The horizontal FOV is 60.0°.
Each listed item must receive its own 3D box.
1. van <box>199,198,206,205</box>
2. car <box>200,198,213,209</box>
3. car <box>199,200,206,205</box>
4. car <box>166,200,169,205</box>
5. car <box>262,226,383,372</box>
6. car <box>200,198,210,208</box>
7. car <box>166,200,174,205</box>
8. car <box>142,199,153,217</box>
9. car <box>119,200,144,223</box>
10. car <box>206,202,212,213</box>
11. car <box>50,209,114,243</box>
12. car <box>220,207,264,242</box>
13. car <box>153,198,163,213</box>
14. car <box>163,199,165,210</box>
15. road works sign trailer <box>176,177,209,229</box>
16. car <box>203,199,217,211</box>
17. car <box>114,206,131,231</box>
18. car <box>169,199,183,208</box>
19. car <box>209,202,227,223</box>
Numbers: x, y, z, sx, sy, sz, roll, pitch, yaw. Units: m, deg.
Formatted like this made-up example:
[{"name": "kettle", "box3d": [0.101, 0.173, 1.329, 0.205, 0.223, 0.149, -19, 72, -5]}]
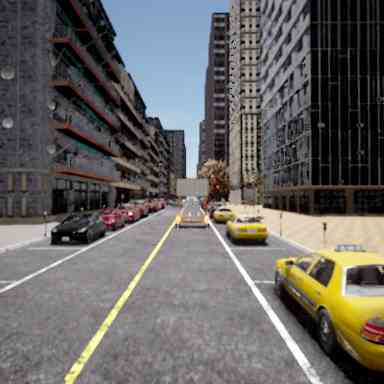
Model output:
[{"name": "van", "box3d": [2.767, 2.462, 85.074, 1.690, 1.788, 3.998, 0, -1, 0]}, {"name": "car", "box3d": [2.748, 2.097, 62.422, 2.192, 1.841, 5.009, 0, -1, 0]}, {"name": "car", "box3d": [2.771, 2.791, 90.734, 1.802, 1.307, 4.206, 0, -1, 0]}, {"name": "car", "box3d": [-5.636, 2.018, 56.768, 2.192, 1.841, 5.009, 0, -1, 0]}, {"name": "car", "box3d": [2.702, 1.591, 5.964, 1.752, 1.417, 4.829, 0, -1, 0]}, {"name": "car", "box3d": [2.739, 1.940, 51.098, 2.192, 1.841, 5.009, 0, -1, 0]}, {"name": "car", "box3d": [-5.614, 2.687, 85.077, 1.947, 1.339, 4.313, 0, -1, 0]}, {"name": "car", "box3d": [-5.654, 1.719, 34.117, 2.192, 1.841, 5.009, 0, -1, 0]}, {"name": "car", "box3d": [-5.660, 1.772, 28.451, 1.967, 1.590, 4.097, 0, -1, 0]}, {"name": "car", "box3d": [2.724, 1.969, 34.106, 1.947, 1.339, 4.313, 0, -1, 0]}, {"name": "car", "box3d": [-5.670, 1.759, 17.125, 1.947, 1.339, 4.313, 0, -1, 0]}, {"name": "car", "box3d": [2.710, 1.720, 17.289, 1.752, 1.417, 4.829, 0, -1, 0]}, {"name": "car", "box3d": [-5.645, 1.865, 45.441, 2.192, 1.841, 5.009, 0, -1, 0]}, {"name": "car", "box3d": [-5.642, 2.148, 50.933, 1.752, 1.417, 4.829, 0, -1, 0]}, {"name": "road works sign trailer", "box3d": [0.027, 0.741, 23.992, 2.380, 3.560, 2.880, 0, -1, 0]}, {"name": "car", "box3d": [2.729, 1.916, 39.770, 1.967, 1.590, 4.097, 0, -1, 0]}, {"name": "car", "box3d": [-5.666, 1.844, 22.787, 1.802, 1.307, 4.206, 0, -1, 0]}, {"name": "car", "box3d": [-2.961, 2.177, 65.415, 2.097, 1.767, 4.553, 0, -1, 0]}, {"name": "car", "box3d": [2.720, 1.859, 28.613, 1.752, 1.417, 4.829, 0, -1, 0]}]
